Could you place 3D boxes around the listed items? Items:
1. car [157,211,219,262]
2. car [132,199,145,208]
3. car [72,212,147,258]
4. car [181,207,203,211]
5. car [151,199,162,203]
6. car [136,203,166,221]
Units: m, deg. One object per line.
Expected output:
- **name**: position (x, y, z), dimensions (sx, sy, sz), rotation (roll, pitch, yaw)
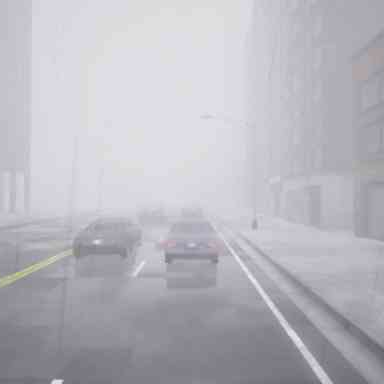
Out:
- **car**: position (0.005, 1.677, 12.551), dimensions (2.033, 1.411, 5.357), rotation (0, -1, 0)
- **car**: position (-9.782, 2.103, 61.550), dimensions (1.837, 1.490, 4.892), rotation (0, -1, 0)
- **car**: position (-3.234, 1.703, 13.438), dimensions (1.994, 1.385, 4.181), rotation (0, 0, 0)
- **car**: position (0.010, 1.888, 28.258), dimensions (1.895, 1.301, 4.718), rotation (0, -1, 0)
- **car**: position (-6.532, 2.089, 61.550), dimensions (2.128, 1.511, 4.902), rotation (0, -1, 0)
- **car**: position (-3.240, 1.887, 28.255), dimensions (1.895, 1.301, 4.718), rotation (0, -1, 0)
